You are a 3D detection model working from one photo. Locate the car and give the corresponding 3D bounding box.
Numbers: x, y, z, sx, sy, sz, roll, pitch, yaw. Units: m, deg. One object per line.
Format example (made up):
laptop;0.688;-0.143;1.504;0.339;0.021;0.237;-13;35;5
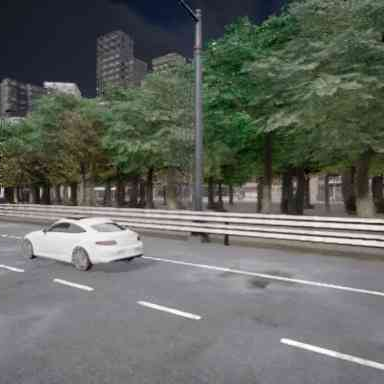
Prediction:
car;-3.637;1.536;10.760;4.674;1.442;1.812;0;0;35
